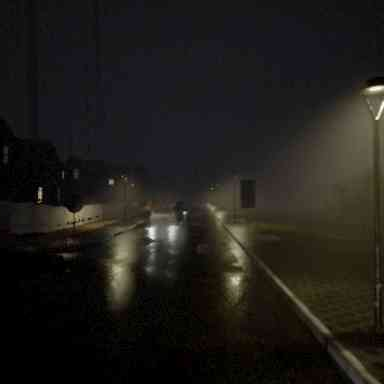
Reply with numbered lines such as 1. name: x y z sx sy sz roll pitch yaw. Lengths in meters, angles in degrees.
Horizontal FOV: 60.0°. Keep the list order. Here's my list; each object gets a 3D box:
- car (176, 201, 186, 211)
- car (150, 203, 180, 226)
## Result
1. car: -1.858 2.170 51.225 1.812 1.442 4.674 0 -1 1
2. car: -2.262 1.909 26.988 1.812 1.442 4.674 0 0 1
